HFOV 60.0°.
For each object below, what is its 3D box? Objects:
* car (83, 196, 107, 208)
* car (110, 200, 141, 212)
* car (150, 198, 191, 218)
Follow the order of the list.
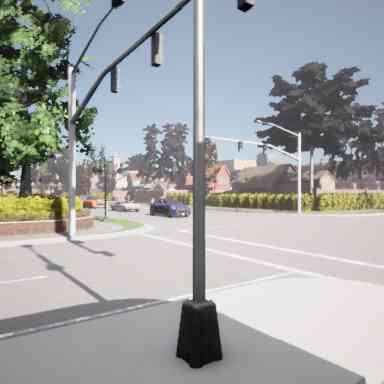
[{"bbox_3d":[-13.712,1.351,46.866,2.097,1.767,4.553,0,0,-36],"label":"car"},{"bbox_3d":[-7.822,1.600,38.726,1.895,1.301,4.718,0,0,-36],"label":"car"},{"bbox_3d":[-2.078,1.351,30.790,2.097,1.767,4.553,0,0,-36],"label":"car"}]
